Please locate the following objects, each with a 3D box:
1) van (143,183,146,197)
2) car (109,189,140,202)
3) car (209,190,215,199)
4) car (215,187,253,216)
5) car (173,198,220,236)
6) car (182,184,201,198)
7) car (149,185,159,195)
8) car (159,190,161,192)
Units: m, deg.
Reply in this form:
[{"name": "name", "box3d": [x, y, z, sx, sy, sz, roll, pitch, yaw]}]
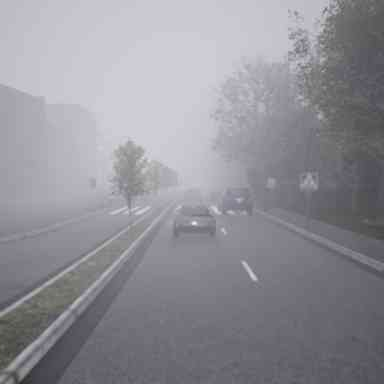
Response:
[{"name": "van", "box3d": [-8.078, -0.140, 50.131, 1.878, 1.987, 4.442, 0, 2, 0]}, {"name": "car", "box3d": [-8.141, 0.201, 39.132, 2.435, 2.045, 5.566, 0, 2, 0]}, {"name": "car", "box3d": [3.258, 0.425, 43.461, 1.895, 1.301, 4.718, 0, 2, 0]}, {"name": "car", "box3d": [3.256, 0.627, 25.613, 2.150, 2.045, 5.566, 0, 2, 0]}, {"name": "car", "box3d": [0.104, 1.259, 16.504, 1.994, 1.385, 4.181, 0, 2, 0]}, {"name": "car", "box3d": [0.108, 0.210, 42.417, 2.097, 1.767, 4.553, 0, 2, 0]}, {"name": "car", "box3d": [-8.015, -0.550, 61.305, 2.435, 2.045, 5.566, 0, 2, 0]}, {"name": "car", "box3d": [-7.982, -0.463, 66.856, 2.163, 1.488, 4.792, 0, 2, 0]}]
